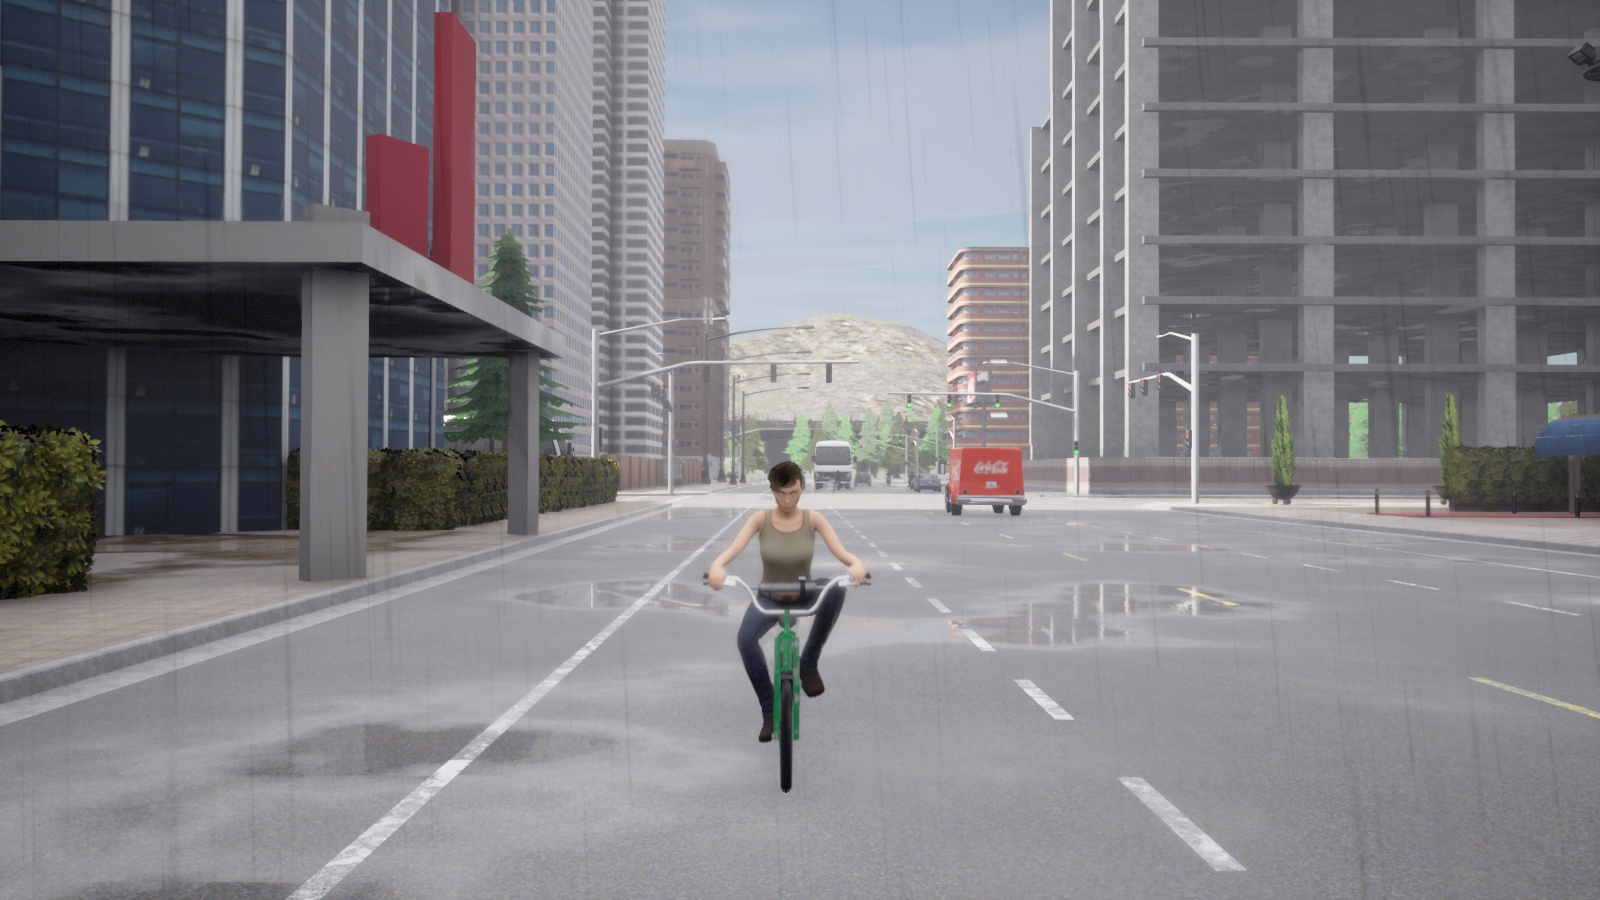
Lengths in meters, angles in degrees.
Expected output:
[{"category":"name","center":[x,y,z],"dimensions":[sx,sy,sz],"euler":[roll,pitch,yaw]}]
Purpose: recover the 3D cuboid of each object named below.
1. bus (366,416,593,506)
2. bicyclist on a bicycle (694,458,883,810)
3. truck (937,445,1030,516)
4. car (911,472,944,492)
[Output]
[{"category":"bus","center":[-15.769,0.549,62.540],"dimensions":[10.273,4.253,3.944],"euler":[-1,-1,0]},{"category":"bicyclist on a bicycle","center":[-0.062,0.861,6.545],"dimensions":[0.866,1.612,1.509],"euler":[0,-1,-1]},{"category":"truck","center":[6.652,1.081,46.228],"dimensions":[2.627,2.467,5.204],"euler":[0,-1,0]},{"category":"car","center":[9.757,2.436,96.302],"dimensions":[2.033,1.411,5.357],"euler":[0,-1,0]}]
